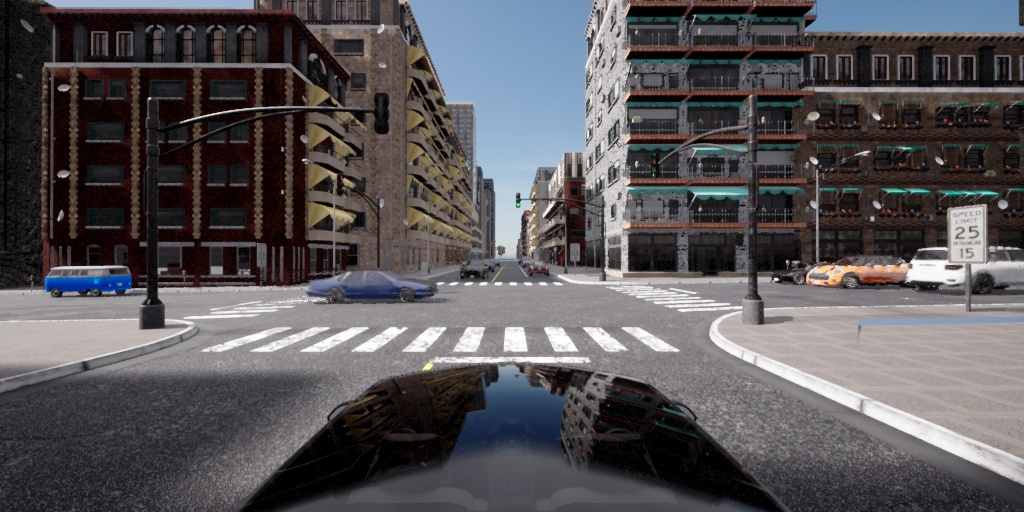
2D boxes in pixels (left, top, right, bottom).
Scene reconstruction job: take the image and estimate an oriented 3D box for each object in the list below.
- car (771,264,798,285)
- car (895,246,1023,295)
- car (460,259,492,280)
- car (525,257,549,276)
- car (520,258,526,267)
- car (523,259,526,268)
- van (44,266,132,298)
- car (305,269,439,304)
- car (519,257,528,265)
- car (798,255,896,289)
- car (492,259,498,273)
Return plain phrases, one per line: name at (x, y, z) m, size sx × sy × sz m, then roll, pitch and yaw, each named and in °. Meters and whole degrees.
car at (18.243, 1.013, 21.795) m, size 4.313 × 1.339 × 1.948 m, roll 0°, pitch 0°, yaw 0°
car at (21.162, 0.602, 15.999) m, size 5.566 × 2.045 × 2.150 m, roll -1°, pitch 0°, yaw 0°
car at (-3.207, 1.108, 31.622) m, size 2.097 × 1.767 × 4.553 m, roll 0°, pitch 0°, yaw 2°
car at (2.645, 1.196, 36.213) m, size 1.967 × 1.591 × 4.097 m, roll 0°, pitch 0°, yaw 0°
car at (2.616, 1.346, 58.351) m, size 1.802 × 1.307 × 4.207 m, roll 0°, pitch 0°, yaw 0°
car at (2.638, 1.308, 41.747) m, size 2.007 × 1.370 × 4.403 m, roll 0°, pitch 0°, yaw 0°
van at (-25.394, 1.500, 21.532) m, size 3.998 × 1.789 × 1.690 m, roll 0°, pitch 0°, yaw 0°
car at (-6.054, 1.295, 15.824) m, size 5.357 × 1.411 × 2.033 m, roll 0°, pitch 0°, yaw 0°
car at (2.609, 1.349, 63.885) m, size 1.802 × 1.307 × 4.207 m, roll 0°, pitch 0°, yaw 0°
car at (18.462, 0.786, 19.079) m, size 4.553 × 1.767 × 2.097 m, roll -1°, pitch 0°, yaw 0°
car at (-3.151, 1.111, 42.984) m, size 2.097 × 1.767 × 4.553 m, roll 0°, pitch 0°, yaw 0°
